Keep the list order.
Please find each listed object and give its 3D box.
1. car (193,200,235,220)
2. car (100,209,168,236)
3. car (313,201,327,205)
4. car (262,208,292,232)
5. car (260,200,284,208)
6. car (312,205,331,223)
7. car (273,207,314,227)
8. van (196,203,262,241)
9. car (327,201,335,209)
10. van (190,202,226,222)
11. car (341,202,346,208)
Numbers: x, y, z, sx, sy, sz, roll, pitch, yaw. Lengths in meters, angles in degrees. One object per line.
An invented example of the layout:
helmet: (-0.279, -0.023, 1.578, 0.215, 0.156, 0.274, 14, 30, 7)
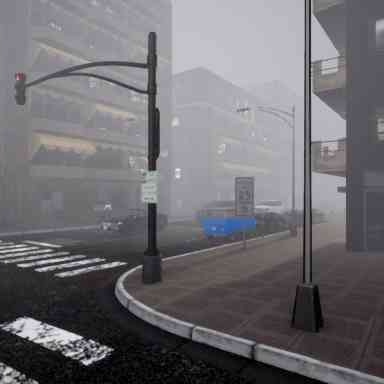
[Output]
car: (2.619, 1.749, 29.574, 2.150, 2.045, 5.566, 0, -1, 37)
car: (-3.520, 1.815, 20.963, 2.128, 1.511, 4.902, 0, -1, 35)
car: (24.131, 2.890, 64.320, 1.802, 1.307, 4.206, -1, -2, 35)
car: (5.275, 2.035, 23.416, 1.947, 1.339, 4.313, -1, -2, 35)
car: (8.815, 1.954, 38.275, 2.150, 2.045, 5.566, 0, -1, 36)
car: (11.697, 2.233, 32.443, 2.008, 1.369, 4.403, -1, -2, 35)
car: (8.485, 2.158, 27.929, 1.802, 1.307, 4.206, -1, -2, 35)
van: (2.200, 1.704, 18.809, 1.690, 1.788, 3.998, -1, -2, 35)
car: (27.342, 2.729, 68.840, 2.192, 1.841, 5.009, -1, -2, 35)
van: (1.653, 1.903, 32.731, 1.690, 1.788, 3.998, -1, -2, 35)
car: (40.091, 3.376, 86.754, 1.752, 1.417, 4.829, -1, -2, 35)
